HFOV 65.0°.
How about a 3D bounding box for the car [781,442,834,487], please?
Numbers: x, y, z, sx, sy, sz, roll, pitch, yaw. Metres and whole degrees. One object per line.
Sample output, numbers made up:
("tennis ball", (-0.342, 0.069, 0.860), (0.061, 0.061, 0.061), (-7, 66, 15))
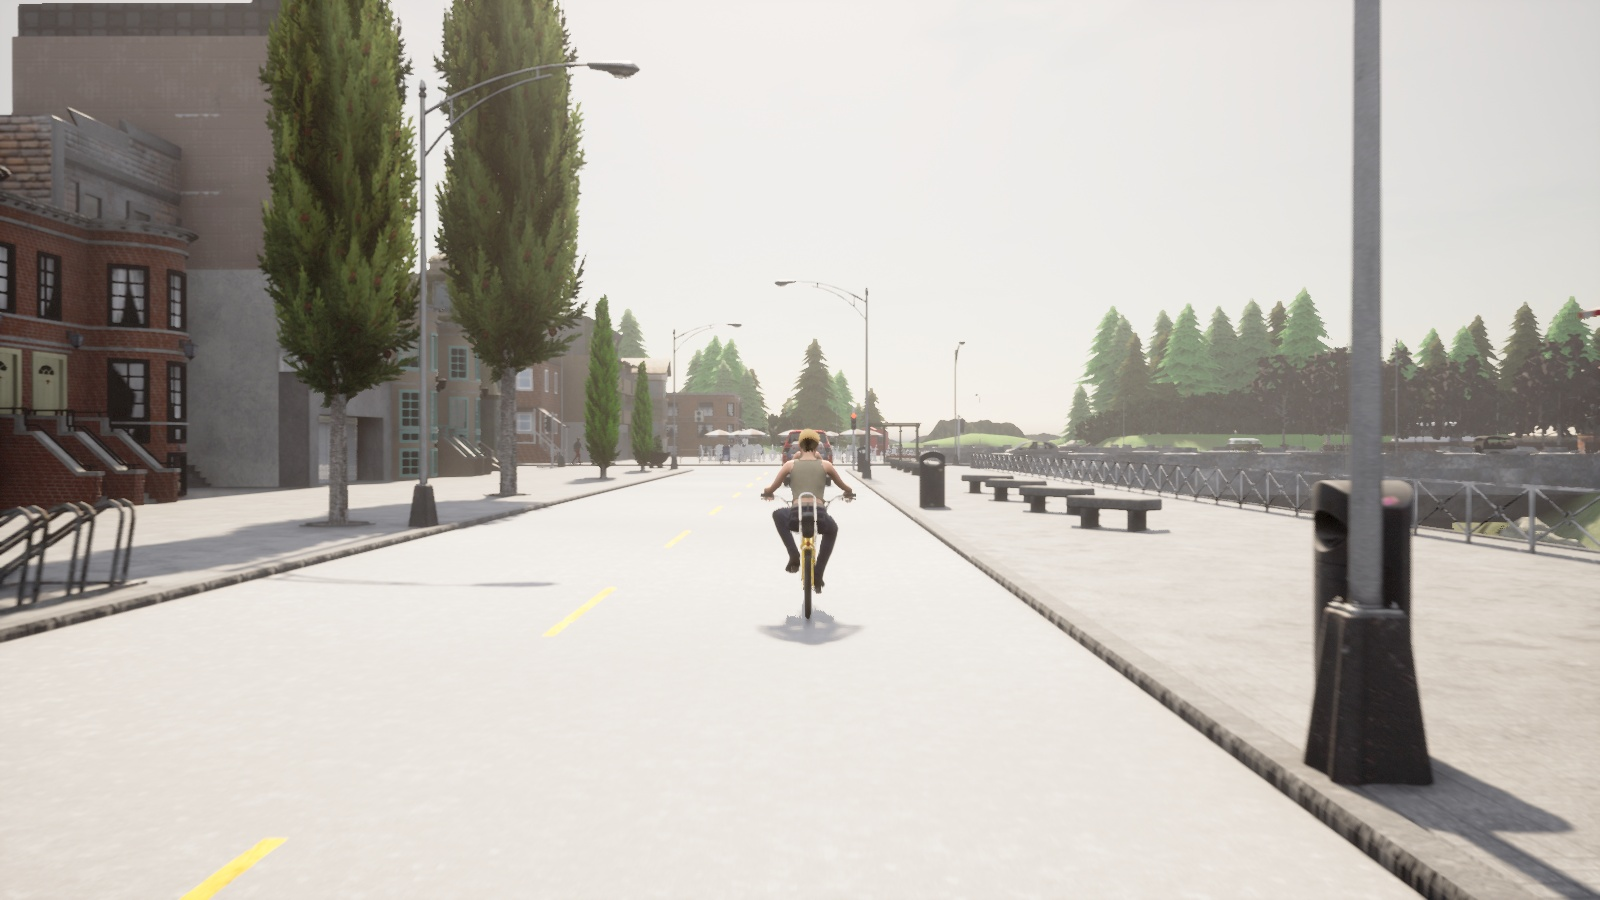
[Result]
("car", (0.262, 0.473, 44.683), (1.789, 1.549, 3.705), (0, 0, 0))

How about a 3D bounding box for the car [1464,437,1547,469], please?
("car", (41.982, 0.155, 74.767), (3.866, 1.878, 1.905), (0, 0, 0))

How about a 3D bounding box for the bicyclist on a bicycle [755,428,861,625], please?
("bicyclist on a bicycle", (0.072, 0.621, 11.019), (0.866, 1.612, 1.509), (0, 0, 1))

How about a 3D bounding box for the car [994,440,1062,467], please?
("car", (14.303, 0.211, 78.910), (3.988, 1.617, 1.851), (0, 0, 0))

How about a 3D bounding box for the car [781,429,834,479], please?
("car", (0.317, 0.160, 54.246), (2.150, 2.045, 5.566), (0, 0, 0))
